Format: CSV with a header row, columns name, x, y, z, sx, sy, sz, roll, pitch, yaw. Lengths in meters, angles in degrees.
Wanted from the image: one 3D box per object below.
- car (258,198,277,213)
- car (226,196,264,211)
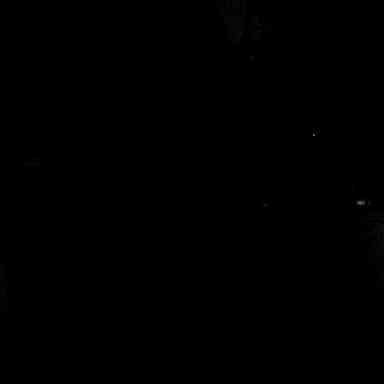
name,x,y,z,sx,sy,sz,roll,pitch,yaw
car,7.009,1.391,36.147,2.097,1.767,4.553,1,0,-36
car,6.590,1.420,41.788,2.097,1.767,4.553,1,0,-36
